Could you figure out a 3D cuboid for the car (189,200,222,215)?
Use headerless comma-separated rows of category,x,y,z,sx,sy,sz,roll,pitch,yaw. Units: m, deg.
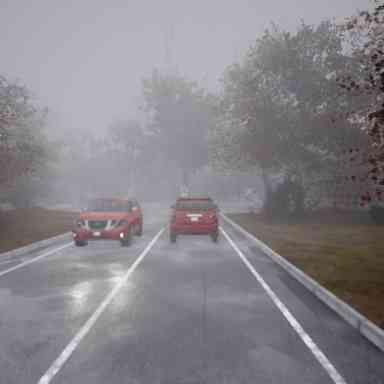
car,1.454,1.553,34.079,1.994,1.385,4.181,0,0,23

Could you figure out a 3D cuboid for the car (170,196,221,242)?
car,0.100,1.216,16.454,2.150,2.045,5.566,0,0,0

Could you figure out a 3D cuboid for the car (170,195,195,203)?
car,-1.903,1.477,67.891,4.892,1.490,1.837,-1,-1,-2

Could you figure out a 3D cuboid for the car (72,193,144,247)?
car,-3.593,1.217,15.331,2.150,2.045,5.566,0,0,0

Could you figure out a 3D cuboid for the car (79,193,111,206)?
car,-16.616,1.204,57.305,2.150,2.045,5.566,-1,0,23
